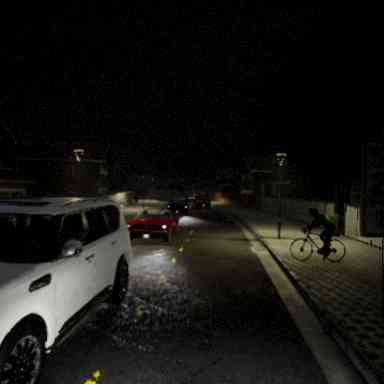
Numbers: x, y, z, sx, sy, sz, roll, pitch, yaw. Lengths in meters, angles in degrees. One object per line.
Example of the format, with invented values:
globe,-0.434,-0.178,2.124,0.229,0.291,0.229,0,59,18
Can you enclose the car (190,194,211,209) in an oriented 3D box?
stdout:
car,1.130,1.206,39.605,1.837,1.490,4.892,1,1,-4

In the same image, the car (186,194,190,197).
car,-0.104,1.069,50.113,2.128,1.511,4.902,1,1,-8

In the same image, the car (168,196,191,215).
car,-1.281,1.335,30.557,1.895,1.301,4.718,1,0,-1

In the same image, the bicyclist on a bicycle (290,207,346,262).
bicyclist on a bicycle,3.804,1.294,10.027,1.656,1.620,0.582,1,0,5

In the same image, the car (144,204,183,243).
car,-1.711,1.451,15.571,1.895,1.301,4.718,1,0,3

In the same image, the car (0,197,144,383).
car,-2.531,1.137,5.085,2.150,2.045,5.566,1,0,5
